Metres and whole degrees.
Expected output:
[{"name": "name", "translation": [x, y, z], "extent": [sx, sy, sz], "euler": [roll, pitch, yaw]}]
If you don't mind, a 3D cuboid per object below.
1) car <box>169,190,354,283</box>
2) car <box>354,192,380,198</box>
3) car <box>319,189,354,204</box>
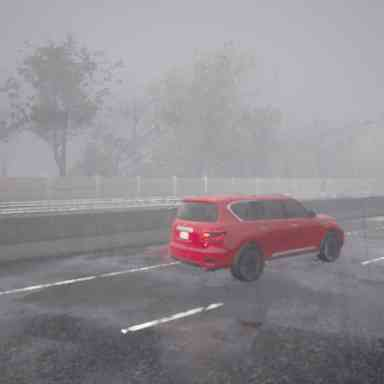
[{"name": "car", "translation": [1.998, 1.070, 9.473], "extent": [5.566, 2.045, 2.150], "euler": [-1, 1, -35]}, {"name": "car", "translation": [20.816, 0.701, 40.321], "extent": [5.357, 1.411, 2.033], "euler": [-1, 1, -35]}, {"name": "car", "translation": [18.812, 0.504, 43.178], "extent": [4.553, 1.767, 2.097], "euler": [-2, 1, -35]}]
